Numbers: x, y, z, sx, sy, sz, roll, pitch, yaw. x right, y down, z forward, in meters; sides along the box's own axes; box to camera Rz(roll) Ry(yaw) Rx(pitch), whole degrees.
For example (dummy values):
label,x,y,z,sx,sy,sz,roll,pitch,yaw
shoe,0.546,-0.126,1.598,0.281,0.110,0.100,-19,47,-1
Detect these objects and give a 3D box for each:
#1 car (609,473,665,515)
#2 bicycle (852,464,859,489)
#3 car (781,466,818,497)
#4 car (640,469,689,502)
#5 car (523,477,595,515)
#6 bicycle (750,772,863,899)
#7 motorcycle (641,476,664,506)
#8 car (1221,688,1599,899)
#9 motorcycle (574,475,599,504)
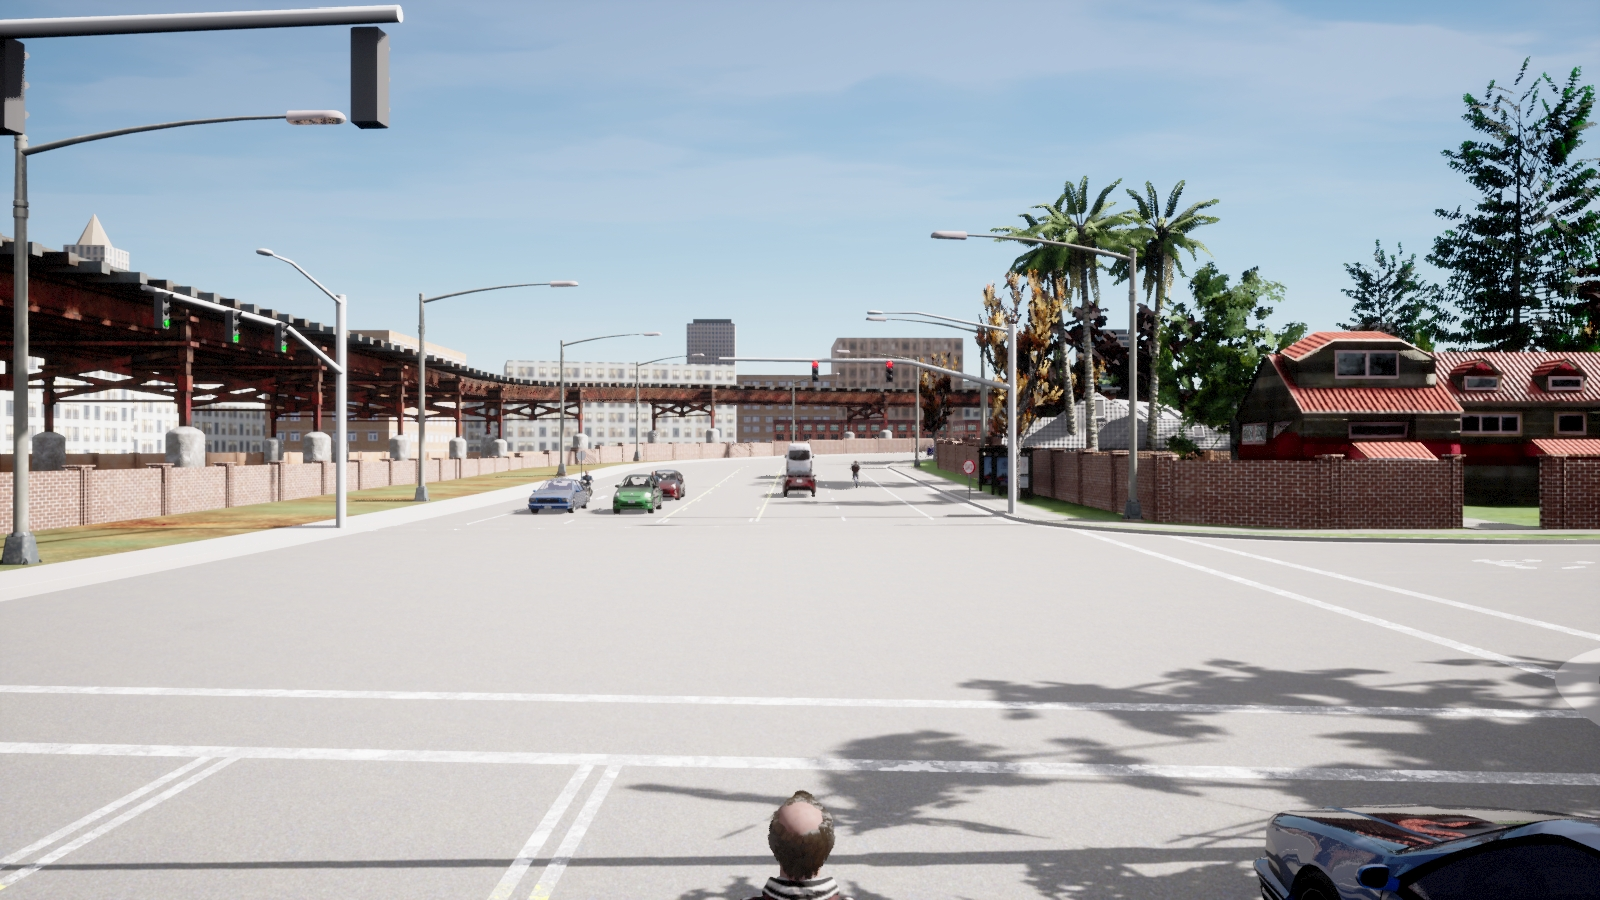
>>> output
label,x,y,z,sx,sy,sz,roll,pitch,yaw
car,-7.031,1.877,49.699,1.851,1.617,3.988,0,1,0
bicycle,3.470,1.623,71.255,0.329,1.496,1.835,0,1,0
car,-0.038,1.738,64.087,2.007,1.525,4.514,0,1,0
car,-7.040,1.800,59.633,2.007,1.525,4.514,0,1,0
car,-10.533,1.979,50.381,2.033,1.411,5.357,0,1,0
bicycle,0.019,2.048,3.681,0.329,1.496,1.835,0,0,0
motorcycle,-7.053,1.947,54.746,0.856,1.341,1.805,0,1,0
car,3.467,2.106,4.038,2.033,1.411,5.357,0,0,1
motorcycle,-10.476,1.934,56.002,0.856,1.341,1.805,0,1,1
